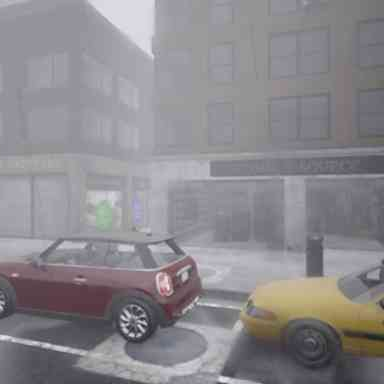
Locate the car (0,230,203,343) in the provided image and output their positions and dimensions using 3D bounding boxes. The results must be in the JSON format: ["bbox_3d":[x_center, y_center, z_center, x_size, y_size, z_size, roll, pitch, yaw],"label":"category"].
[{"bbox_3d":[-1.954,1.446,6.247,4.097,1.590,1.967,0,0,19],"label":"car"}]

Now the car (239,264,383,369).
[{"bbox_3d":[3.101,1.529,4.484,4.829,1.417,1.752,0,0,19],"label":"car"}]
